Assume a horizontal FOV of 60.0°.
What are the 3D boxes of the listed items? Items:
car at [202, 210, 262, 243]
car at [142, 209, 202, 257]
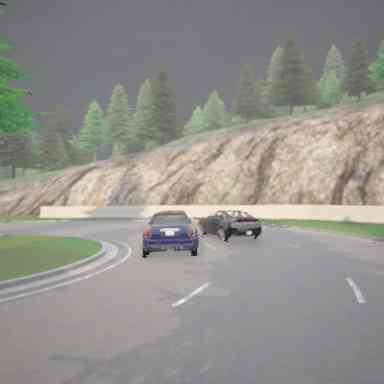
[{"bbox_3d":[1.803,1.686,17.491,2.128,1.511,4.902,0,-1,-19],"label":"car"},{"bbox_3d":[-0.937,1.546,14.127,2.097,1.767,4.553,-1,-1,-4],"label":"car"}]
